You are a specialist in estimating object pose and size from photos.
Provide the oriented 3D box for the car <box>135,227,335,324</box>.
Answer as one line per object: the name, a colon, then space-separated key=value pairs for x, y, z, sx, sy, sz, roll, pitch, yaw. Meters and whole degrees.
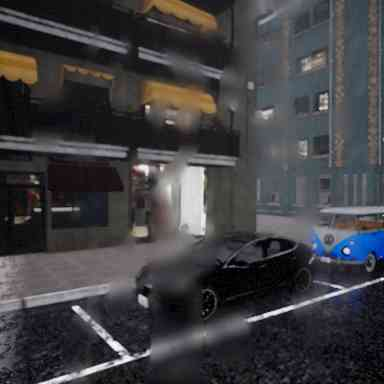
car: x=0.910 y=1.571 z=7.198 sx=4.313 sy=1.339 sz=1.947 roll=0 pitch=0 yaw=-35

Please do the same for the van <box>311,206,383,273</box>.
van: x=5.409 y=1.352 z=10.403 sx=3.998 sy=1.788 sz=1.690 roll=0 pitch=0 yaw=-35
